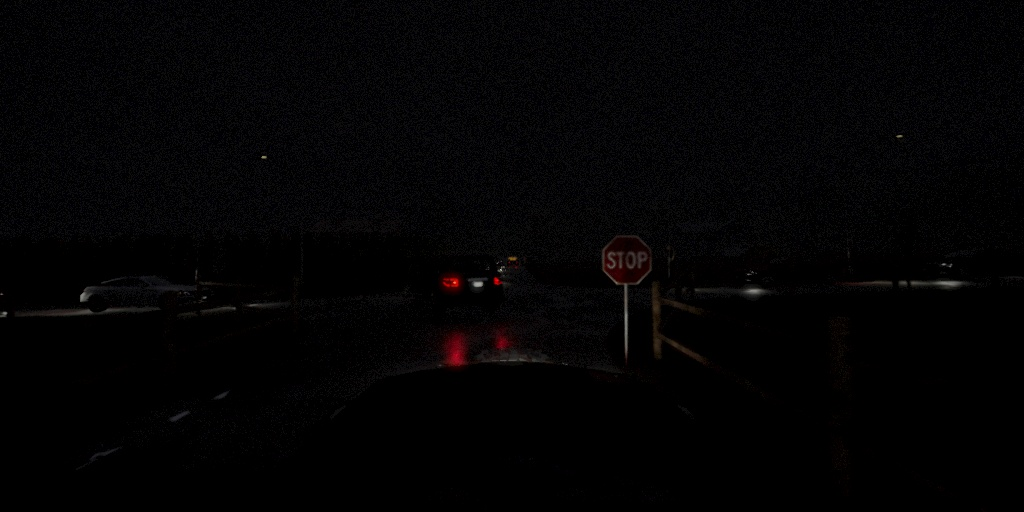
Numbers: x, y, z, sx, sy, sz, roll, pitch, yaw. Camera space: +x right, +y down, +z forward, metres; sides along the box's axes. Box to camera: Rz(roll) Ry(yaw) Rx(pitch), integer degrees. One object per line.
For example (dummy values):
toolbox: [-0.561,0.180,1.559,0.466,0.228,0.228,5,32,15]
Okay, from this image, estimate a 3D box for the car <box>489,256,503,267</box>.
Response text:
car: [-2.625,0.832,60.231,2.097,1.767,4.553,0,0,1]

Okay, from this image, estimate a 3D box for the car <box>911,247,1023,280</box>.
car: [23.257,0.348,18.109,5.008,1.535,1.882,-2,-2,0]

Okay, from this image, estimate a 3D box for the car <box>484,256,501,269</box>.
car: [-2.710,0.879,49.925,2.097,1.767,4.553,0,0,0]

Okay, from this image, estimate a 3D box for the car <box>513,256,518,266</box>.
car: [0.152,1.069,62.574,1.895,1.301,4.718,0,0,0]

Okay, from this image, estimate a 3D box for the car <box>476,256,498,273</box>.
car: [-2.744,0.925,40.243,2.097,1.767,4.553,0,0,0]

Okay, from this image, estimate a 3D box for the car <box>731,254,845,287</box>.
car: [13.779,0.711,18.101,5.008,1.535,1.882,-2,-2,-1]

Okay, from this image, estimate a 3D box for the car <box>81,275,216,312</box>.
car: [-15.353,1.538,15.224,4.674,1.442,1.812,-1,-2,0]

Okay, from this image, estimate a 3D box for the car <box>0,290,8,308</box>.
car: [-24.682,1.704,15.248,4.902,1.511,2.128,-1,-2,0]

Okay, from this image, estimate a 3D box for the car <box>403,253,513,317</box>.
car: [-2.337,0.916,13.242,2.150,2.045,5.566,0,1,-29]
